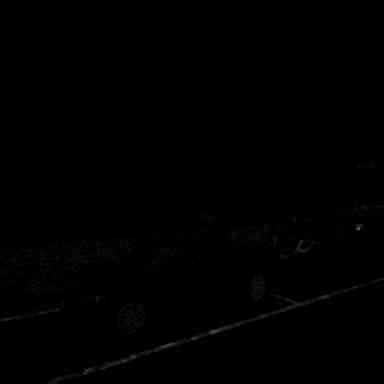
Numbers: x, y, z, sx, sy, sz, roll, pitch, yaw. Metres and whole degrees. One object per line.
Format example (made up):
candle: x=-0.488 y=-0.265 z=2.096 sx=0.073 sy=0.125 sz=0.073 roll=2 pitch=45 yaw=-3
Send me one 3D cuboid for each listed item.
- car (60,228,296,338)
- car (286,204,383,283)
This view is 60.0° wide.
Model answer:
car: x=-0.216 y=1.546 z=6.603 sx=4.507 sy=1.381 sz=1.887 roll=0 pitch=1 yaw=-35
car: x=4.365 y=1.317 z=9.867 sx=5.009 sy=1.841 sz=2.192 roll=0 pitch=1 yaw=-35
